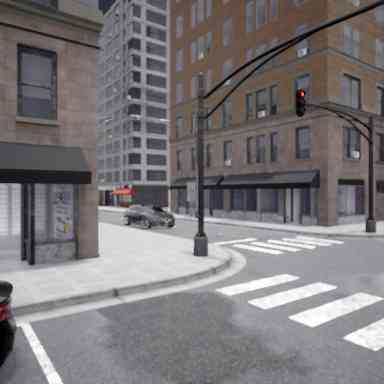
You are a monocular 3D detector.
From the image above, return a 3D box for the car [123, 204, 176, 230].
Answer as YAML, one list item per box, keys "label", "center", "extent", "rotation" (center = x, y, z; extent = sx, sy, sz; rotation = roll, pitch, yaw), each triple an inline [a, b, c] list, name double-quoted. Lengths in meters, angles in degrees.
- label: "car"
  center: [-2.923, 1.575, 22.042]
  extent: [1.837, 1.490, 4.892]
  rotation: [0, 0, -36]

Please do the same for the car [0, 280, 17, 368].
- label: "car"
  center: [-4.124, 1.567, 3.252]
  extent: [4.313, 1.339, 1.947]
  rotation: [0, 0, -35]
